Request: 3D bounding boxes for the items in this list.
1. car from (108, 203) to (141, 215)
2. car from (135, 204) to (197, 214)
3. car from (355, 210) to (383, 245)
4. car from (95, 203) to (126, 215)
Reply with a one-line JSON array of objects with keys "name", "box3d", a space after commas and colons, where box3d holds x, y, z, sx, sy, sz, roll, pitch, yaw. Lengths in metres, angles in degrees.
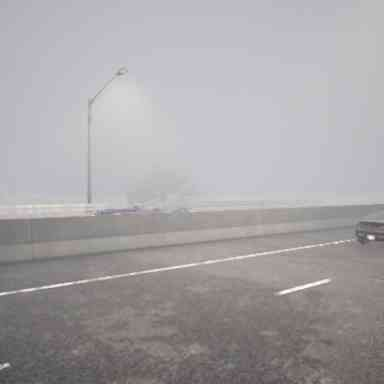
[{"name": "car", "box3d": [-3.036, 1.674, 23.197, 4.718, 1.301, 1.895, 0, 0, -35]}, {"name": "car", "box3d": [-0.980, 1.606, 20.365, 4.181, 1.385, 1.994, 0, 0, -35]}, {"name": "car", "box3d": [8.998, 1.532, 14.461, 4.892, 1.490, 1.837, 0, 0, -35]}, {"name": "car", "box3d": [-5.068, 1.535, 26.047, 4.718, 1.301, 1.895, 0, 0, -35]}]
